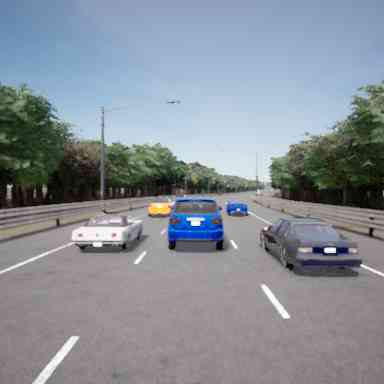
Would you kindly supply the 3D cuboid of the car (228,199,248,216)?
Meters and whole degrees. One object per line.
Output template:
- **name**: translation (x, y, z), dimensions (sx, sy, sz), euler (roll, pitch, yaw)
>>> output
- **car**: translation (4.411, 1.461, 33.120), dimensions (1.882, 1.535, 5.008), euler (0, 0, 3)

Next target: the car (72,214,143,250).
- **car**: translation (-3.330, 1.582, 14.126), dimensions (1.895, 1.301, 4.718), euler (0, 0, 1)

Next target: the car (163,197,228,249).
- **car**: translation (0.181, 1.216, 14.610), dimensions (2.150, 2.045, 5.566), euler (0, 0, 1)

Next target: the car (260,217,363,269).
- **car**: translation (3.618, 1.558, 11.124), dimensions (2.033, 1.411, 5.357), euler (0, 0, 1)

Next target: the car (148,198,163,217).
- **car**: translation (-2.699, 1.310, 31.185), dimensions (2.097, 1.767, 4.553), euler (0, 0, 3)

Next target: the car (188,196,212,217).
- **car**: translation (0.809, 1.324, 31.250), dimensions (2.097, 1.767, 4.553), euler (0, 0, 3)
